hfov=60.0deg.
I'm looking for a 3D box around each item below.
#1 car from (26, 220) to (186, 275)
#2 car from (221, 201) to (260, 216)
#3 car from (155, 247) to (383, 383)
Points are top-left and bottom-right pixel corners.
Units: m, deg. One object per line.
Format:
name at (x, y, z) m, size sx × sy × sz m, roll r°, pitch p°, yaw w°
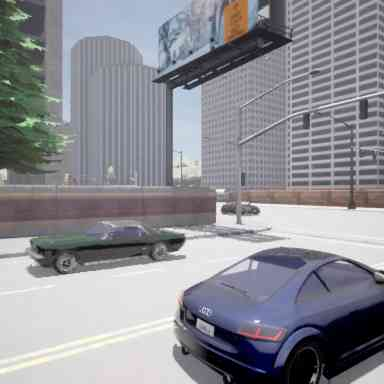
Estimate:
car at (-2.633, 1.601, 10.620) m, size 4.718 × 1.301 × 1.895 m, roll 0°, pitch 0°, yaw -35°
car at (4.732, 1.564, 32.797) m, size 1.994 × 1.385 × 4.181 m, roll 0°, pitch 0°, yaw -35°
car at (1.796, 1.564, 5.074) m, size 4.181 × 1.385 × 1.994 m, roll 0°, pitch 0°, yaw -35°
